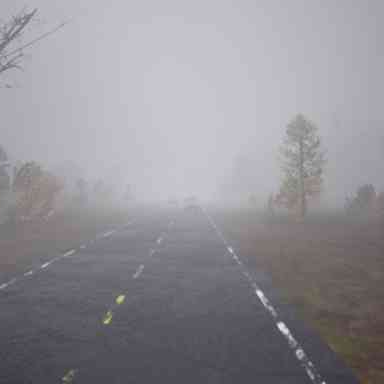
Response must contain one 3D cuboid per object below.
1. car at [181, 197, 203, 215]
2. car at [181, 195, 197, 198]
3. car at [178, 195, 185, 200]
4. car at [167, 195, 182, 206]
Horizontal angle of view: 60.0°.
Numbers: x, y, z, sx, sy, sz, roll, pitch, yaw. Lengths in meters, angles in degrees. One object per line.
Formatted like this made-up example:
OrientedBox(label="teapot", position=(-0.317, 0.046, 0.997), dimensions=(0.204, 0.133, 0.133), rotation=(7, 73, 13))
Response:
OrientedBox(label="car", position=(0.091, 1.514, 33.171), dimensions=(1.812, 1.442, 4.674), rotation=(0, 0, 0))
OrientedBox(label="car", position=(0.019, 1.334, 44.762), dimensions=(2.097, 1.767, 4.553), rotation=(0, 0, 0))
OrientedBox(label="car", position=(-3.010, 1.523, 94.859), dimensions=(1.994, 1.385, 4.181), rotation=(0, 0, 0))
OrientedBox(label="car", position=(-3.060, 1.486, 55.935), dimensions=(1.837, 1.490, 4.892), rotation=(0, 0, 0))
